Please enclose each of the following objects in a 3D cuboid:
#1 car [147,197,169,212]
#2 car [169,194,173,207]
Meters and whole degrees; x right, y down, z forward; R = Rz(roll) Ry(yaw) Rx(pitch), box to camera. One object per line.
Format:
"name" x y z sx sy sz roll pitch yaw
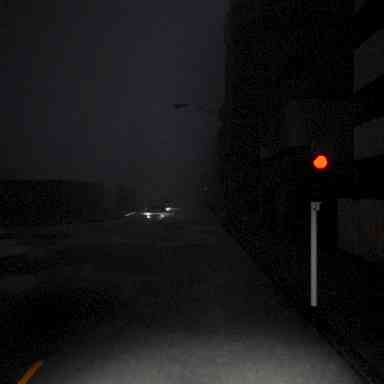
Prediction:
"car" -4.158 1.478 39.535 1.882 1.535 5.008 0 0 0
"car" -4.142 1.505 49.562 1.837 1.490 4.892 0 0 1
